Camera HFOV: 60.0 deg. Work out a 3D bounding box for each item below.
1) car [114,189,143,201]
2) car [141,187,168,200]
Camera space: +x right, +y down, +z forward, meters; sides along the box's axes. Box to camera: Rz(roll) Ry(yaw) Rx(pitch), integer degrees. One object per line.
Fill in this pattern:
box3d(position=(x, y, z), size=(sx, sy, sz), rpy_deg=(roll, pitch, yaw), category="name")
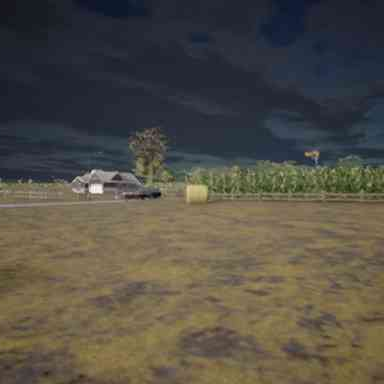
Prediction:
box3d(position=(-10.763, 0.642, 55.019), size=(1.812, 1.442, 4.674), rpy_deg=(-1, 0, 36), category="car")
box3d(position=(-6.497, 0.267, 56.098), size=(2.150, 2.045, 5.566), rpy_deg=(-1, 0, 37), category="car")
